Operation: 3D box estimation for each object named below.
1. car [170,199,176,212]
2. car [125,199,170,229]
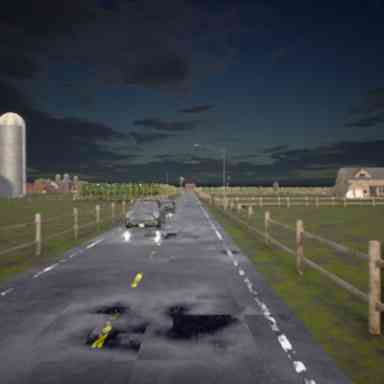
[{"bbox_3d":[-2.790,1.450,35.743,1.994,1.385,4.181,0,0,0],"label":"car"},{"bbox_3d":[-2.802,1.276,20.864,2.097,1.767,4.553,0,0,0],"label":"car"}]
